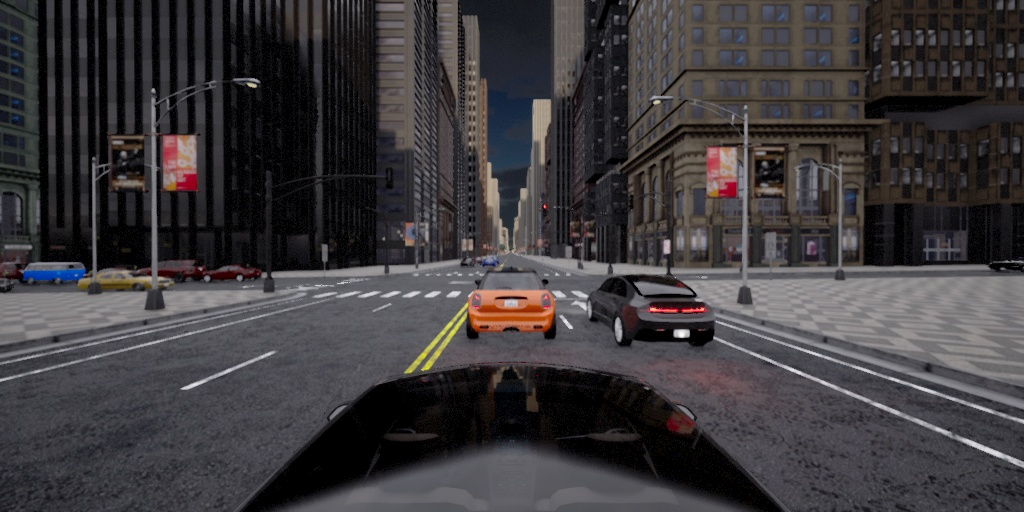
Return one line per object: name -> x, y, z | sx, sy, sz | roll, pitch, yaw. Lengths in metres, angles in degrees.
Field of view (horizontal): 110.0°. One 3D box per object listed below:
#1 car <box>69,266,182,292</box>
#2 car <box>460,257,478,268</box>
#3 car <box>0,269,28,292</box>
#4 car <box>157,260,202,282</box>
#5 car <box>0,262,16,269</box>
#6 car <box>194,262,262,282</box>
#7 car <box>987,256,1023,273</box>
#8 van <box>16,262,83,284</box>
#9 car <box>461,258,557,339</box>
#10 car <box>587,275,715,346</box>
car -> -23.887, 1.507, 22.305 | 4.829, 1.417, 1.751 | 0, 0, 0
car -> -6.724, 1.007, 54.189 | 1.837, 1.490, 4.892 | 0, 0, 0
car -> -33.828, 1.665, 22.301 | 4.403, 1.370, 2.007 | 0, 0, 0
car -> -29.137, 1.293, 30.837 | 5.009, 1.841, 2.192 | 0, 0, 0
car -> -44.399, 1.500, 30.848 | 5.009, 1.841, 2.192 | 0, 0, 0
car -> -24.050, 1.454, 30.833 | 4.507, 1.381, 1.888 | 0, 0, 0
car -> 40.830, 0.660, 28.219 | 4.718, 1.301, 1.895 | -1, 0, 0
van -> -39.312, 1.457, 30.844 | 3.998, 1.789, 1.690 | 0, 0, 0
car -> -0.010, 1.066, 10.124 | 2.097, 1.767, 4.553 | 0, 0, 0
car -> 3.232, 1.222, 9.265 | 1.837, 1.490, 4.892 | 0, 0, 0
